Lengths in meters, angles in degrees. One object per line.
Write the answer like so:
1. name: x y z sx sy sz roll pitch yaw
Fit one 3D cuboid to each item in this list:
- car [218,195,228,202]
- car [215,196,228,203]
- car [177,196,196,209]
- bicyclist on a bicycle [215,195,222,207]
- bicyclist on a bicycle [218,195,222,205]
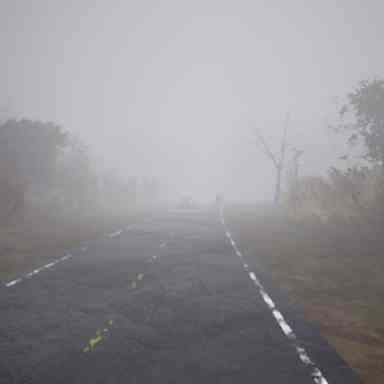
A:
1. car: 7.295 1.518 77.266 1.994 1.385 4.181 0 0 11
2. car: 5.786 1.529 68.448 1.994 1.385 4.181 0 0 10
3. car: -0.692 1.321 43.616 2.097 1.767 4.553 0 0 6
4. bicyclist on a bicycle: 3.588 1.343 46.820 0.659 1.776 1.843 0 0 7
5. bicyclist on a bicycle: 4.800 1.340 56.498 0.659 1.776 1.843 0 0 8
